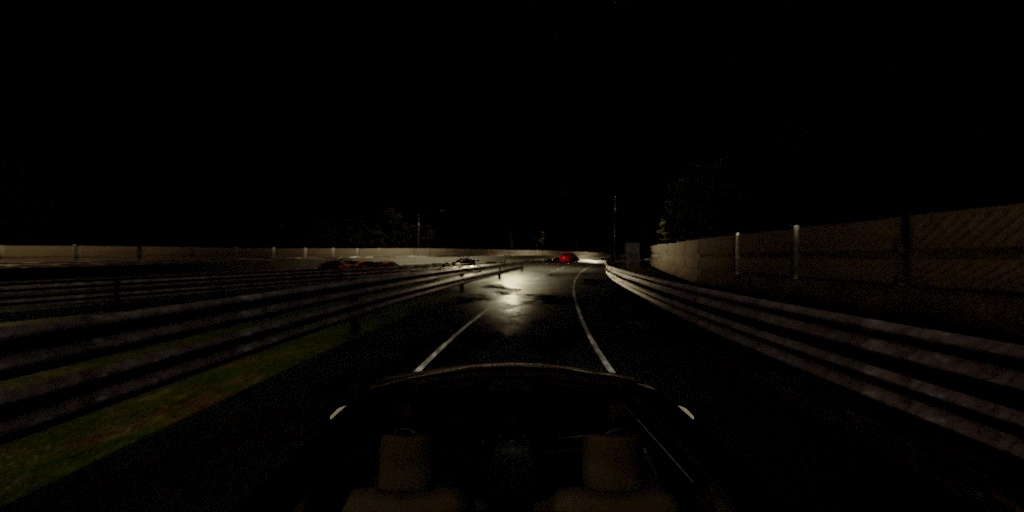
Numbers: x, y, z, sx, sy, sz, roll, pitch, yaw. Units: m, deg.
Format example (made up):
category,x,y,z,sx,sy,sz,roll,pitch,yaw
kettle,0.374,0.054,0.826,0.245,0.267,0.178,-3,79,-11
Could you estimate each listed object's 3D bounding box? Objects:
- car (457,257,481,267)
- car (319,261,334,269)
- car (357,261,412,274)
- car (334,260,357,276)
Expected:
category,x,y,z,sx,sy,sz,roll,pitch,yaw
car,-6.565,0.884,55.768,2.128,1.511,4.902,1,1,32
car,-17.662,1.174,37.692,2.128,1.511,4.902,1,1,32
car,-11.696,1.236,34.031,1.882,1.535,5.008,1,1,32
car,-14.679,1.197,35.862,1.882,1.535,5.008,1,1,32
